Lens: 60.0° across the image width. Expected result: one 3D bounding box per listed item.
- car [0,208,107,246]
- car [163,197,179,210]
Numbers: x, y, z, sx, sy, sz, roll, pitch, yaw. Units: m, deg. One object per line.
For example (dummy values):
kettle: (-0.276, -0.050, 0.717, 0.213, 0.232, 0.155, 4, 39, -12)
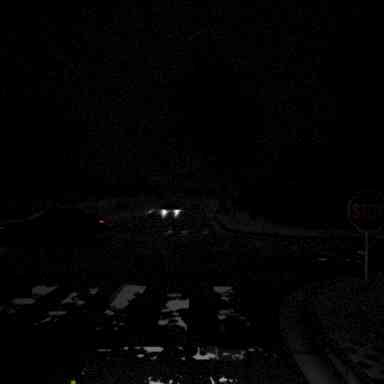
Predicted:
car: (-6.143, 1.429, 14.608, 4.674, 1.442, 1.812, 1, 1, -31)
car: (-2.700, 1.432, 43.343, 1.882, 1.535, 5.008, 0, 0, 0)
